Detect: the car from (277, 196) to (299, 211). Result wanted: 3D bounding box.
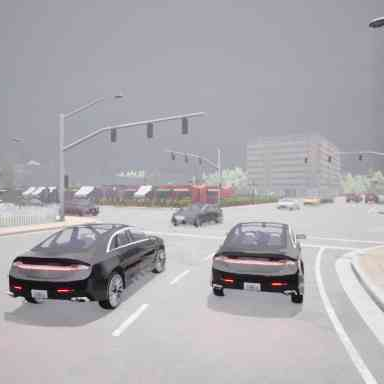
[{"bbox_3d":[11.994,1.526,41.415,1.812,1.442,4.674,0,0,32],"label":"car"}]

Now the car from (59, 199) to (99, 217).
[{"bbox_3d":[-11.037,1.619,32.438,4.181,1.385,1.994,0,0,32],"label":"car"}]

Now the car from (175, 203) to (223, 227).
[{"bbox_3d":[0.457,1.519,22.566,2.128,1.511,4.902,0,0,31],"label":"car"}]

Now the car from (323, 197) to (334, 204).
[{"bbox_3d":[26.124,1.596,64.211,1.895,1.301,4.718,0,0,32],"label":"car"}]

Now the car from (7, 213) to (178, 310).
[{"bbox_3d":[-2.045,1.492,7.936,2.128,1.511,4.902,0,0,12],"label":"car"}]

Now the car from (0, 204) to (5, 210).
[{"bbox_3d":[-25.948,1.277,41.776,5.566,2.045,2.150,0,0,32],"label":"car"}]

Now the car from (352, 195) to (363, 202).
[{"bbox_3d":[39.622,1.540,79.484,2.033,1.411,5.357,0,0,32],"label":"car"}]

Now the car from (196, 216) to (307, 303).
[{"bbox_3d":[1.773,1.492,8.318,2.128,1.511,4.902,0,0,17],"label":"car"}]

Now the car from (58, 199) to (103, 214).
[{"bbox_3d":[-12.602,1.547,37.563,4.902,1.511,2.128,0,0,32],"label":"car"}]

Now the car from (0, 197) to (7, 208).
[{"bbox_3d":[-28.957,1.533,47.794,5.008,1.535,1.882,0,0,32],"label":"car"}]

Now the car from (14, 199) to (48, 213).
[{"bbox_3d":[-18.155,1.619,36.906,4.181,1.385,1.994,0,0,32],"label":"car"}]

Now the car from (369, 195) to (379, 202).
[{"bbox_3d":[42.386,1.524,77.296,1.812,1.442,4.674,0,0,32],"label":"car"}]

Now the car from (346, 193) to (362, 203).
[{"bbox_3d":[34.053,1.225,70.425,2.150,2.045,5.566,0,0,32],"label":"car"}]

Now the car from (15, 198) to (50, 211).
[{"bbox_3d":[-20.408,1.581,42.446,4.674,1.442,1.812,0,0,32],"label":"car"}]

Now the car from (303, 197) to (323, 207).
[{"bbox_3d":[18.975,1.478,52.748,1.882,1.535,5.008,0,0,32],"label":"car"}]

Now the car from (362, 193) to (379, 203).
[{"bbox_3d":[36.842,1.225,68.278,2.150,2.045,5.566,0,0,32],"label":"car"}]
